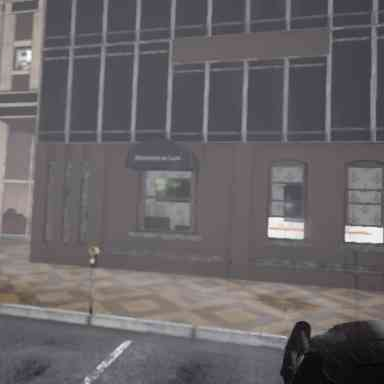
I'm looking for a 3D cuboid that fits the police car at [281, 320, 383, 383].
[{"bbox_3d":[3.520,1.711,2.913,5.238,1.638,1.930,2,-3,12],"label":"police car"}]
